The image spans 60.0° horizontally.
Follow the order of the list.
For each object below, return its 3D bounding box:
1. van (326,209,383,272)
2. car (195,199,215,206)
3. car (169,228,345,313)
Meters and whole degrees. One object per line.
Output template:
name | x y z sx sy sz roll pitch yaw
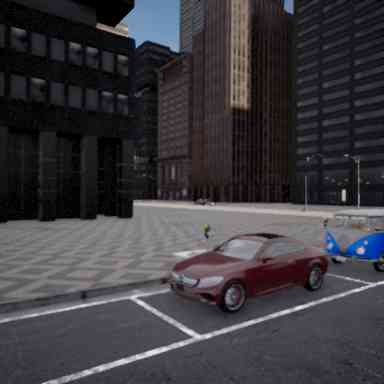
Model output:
van | 6.100 1.463 11.004 3.998 1.788 1.690 1 -1 -36
car | 2.569 2.093 65.569 2.128 1.511 4.902 1 -1 -36
car | 1.476 1.642 7.704 4.206 1.307 1.802 1 -1 -36
